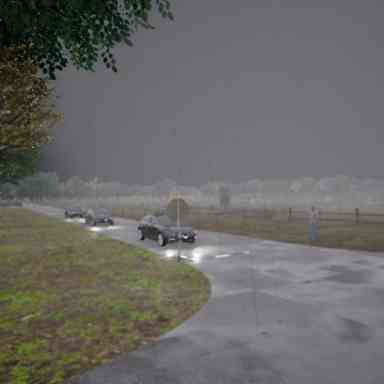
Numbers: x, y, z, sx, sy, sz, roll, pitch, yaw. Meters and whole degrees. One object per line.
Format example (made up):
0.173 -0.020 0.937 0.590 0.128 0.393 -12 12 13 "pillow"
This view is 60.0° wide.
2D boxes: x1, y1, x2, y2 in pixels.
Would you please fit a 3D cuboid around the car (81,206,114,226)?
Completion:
-8.618 2.287 30.758 1.837 1.490 4.892 -1 -1 -29 "car"

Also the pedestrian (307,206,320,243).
6.100 1.577 16.675 0.375 1.860 0.375 -2 1 -29 "pedestrian"

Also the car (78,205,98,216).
-15.293 2.725 48.723 1.994 1.385 4.181 -1 -1 -29 "car"

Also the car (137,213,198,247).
-1.473 1.947 17.980 1.837 1.490 4.892 -1 0 -29 "car"

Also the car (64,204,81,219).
-14.921 2.615 42.084 2.033 1.411 5.357 -1 -1 -29 "car"

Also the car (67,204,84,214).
-20.105 2.880 57.315 1.837 1.490 4.892 -1 -1 -29 "car"
